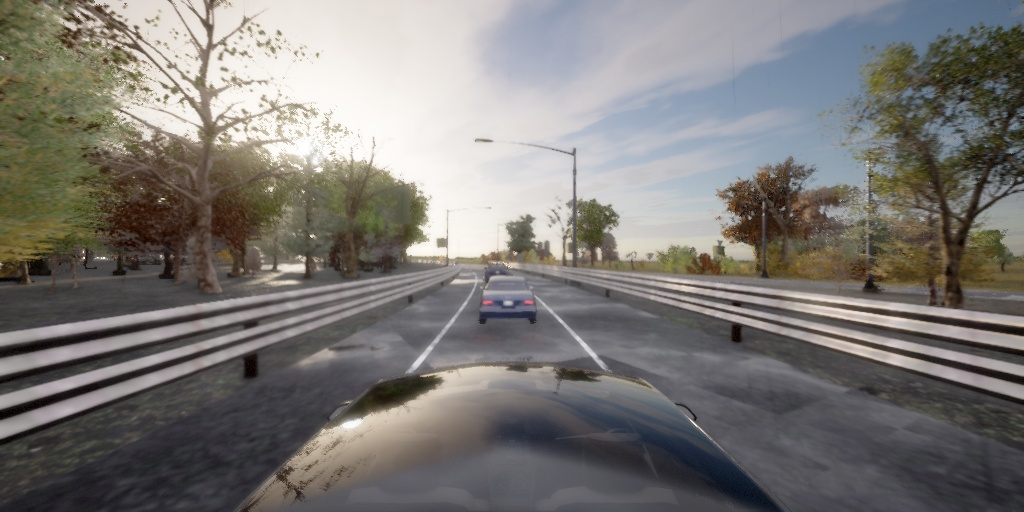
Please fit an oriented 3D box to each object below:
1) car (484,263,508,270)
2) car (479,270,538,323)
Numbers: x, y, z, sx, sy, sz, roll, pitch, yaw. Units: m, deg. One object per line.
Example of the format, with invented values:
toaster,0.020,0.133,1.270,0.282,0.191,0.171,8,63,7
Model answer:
car,-1.401,1.392,32.377,2.097,1.767,4.553,0,0,-5
car,-0.179,1.405,12.669,2.033,1.411,5.357,0,-1,-2
